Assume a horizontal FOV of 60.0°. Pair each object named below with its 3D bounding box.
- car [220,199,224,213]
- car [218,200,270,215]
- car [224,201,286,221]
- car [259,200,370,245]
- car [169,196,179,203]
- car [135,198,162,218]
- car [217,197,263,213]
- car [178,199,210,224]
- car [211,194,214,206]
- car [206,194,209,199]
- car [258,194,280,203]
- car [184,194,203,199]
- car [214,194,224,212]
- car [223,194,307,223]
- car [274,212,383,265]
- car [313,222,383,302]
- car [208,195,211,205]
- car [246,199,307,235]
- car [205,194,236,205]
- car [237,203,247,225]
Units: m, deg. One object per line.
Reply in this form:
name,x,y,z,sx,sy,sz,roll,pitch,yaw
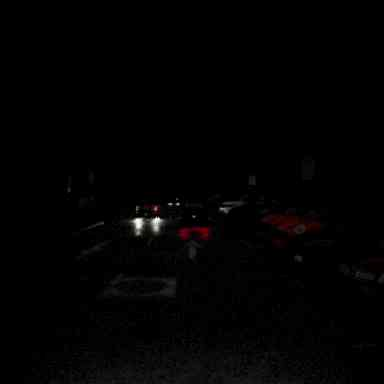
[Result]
car,5.193,1.515,25.263,5.366,1.575,1.946,1,0,-20
car,5.377,1.577,34.321,4.792,1.488,2.163,1,0,-20
car,5.350,1.558,28.320,4.792,1.488,2.163,1,0,-20
car,5.357,1.372,13.329,4.553,1.767,2.185,1,0,-20
car,-3.875,1.569,72.321,2.097,1.767,4.553,0,0,1
car,-4.019,1.404,31.204,2.097,1.767,4.553,0,0,0
car,5.382,1.432,37.336,4.553,1.767,2.185,1,-1,-20
car,0.131,1.512,25.019,1.882,1.535,5.008,0,0,0
car,5.476,1.469,46.354,4.553,1.767,2.185,1,0,-20
car,5.283,1.641,58.301,5.366,1.575,1.946,1,0,-20
car,18.460,1.501,80.373,2.435,2.045,5.566,0,0,-21
car,0.166,1.315,42.872,2.150,2.045,5.566,0,0,0
car,5.368,1.286,31.322,5.566,2.045,2.435,1,0,-20
car,5.345,1.262,22.305,5.566,2.045,2.435,1,0,-20
car,5.289,1.523,10.309,4.792,1.488,2.163,1,0,-20
car,5.313,1.531,7.317,4.674,1.452,2.002,1,0,-20
car,5.441,1.607,49.357,5.008,1.535,2.097,1,-1,-20
car,5.367,1.377,16.330,4.553,1.767,2.185,1,0,-20
car,5.478,1.422,64.395,5.566,2.045,2.435,1,-1,-20
car,5.340,1.547,19.327,4.674,1.452,2.002,1,0,-20
